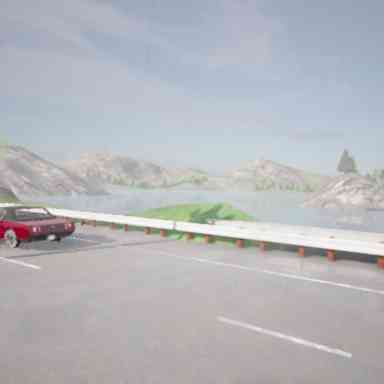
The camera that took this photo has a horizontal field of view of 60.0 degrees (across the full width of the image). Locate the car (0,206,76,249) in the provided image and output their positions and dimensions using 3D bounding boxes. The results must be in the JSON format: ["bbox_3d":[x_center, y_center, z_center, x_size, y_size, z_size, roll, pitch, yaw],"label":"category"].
[{"bbox_3d":[-6.609,1.162,12.351,4.718,1.301,1.895,2,1,32],"label":"car"}]
